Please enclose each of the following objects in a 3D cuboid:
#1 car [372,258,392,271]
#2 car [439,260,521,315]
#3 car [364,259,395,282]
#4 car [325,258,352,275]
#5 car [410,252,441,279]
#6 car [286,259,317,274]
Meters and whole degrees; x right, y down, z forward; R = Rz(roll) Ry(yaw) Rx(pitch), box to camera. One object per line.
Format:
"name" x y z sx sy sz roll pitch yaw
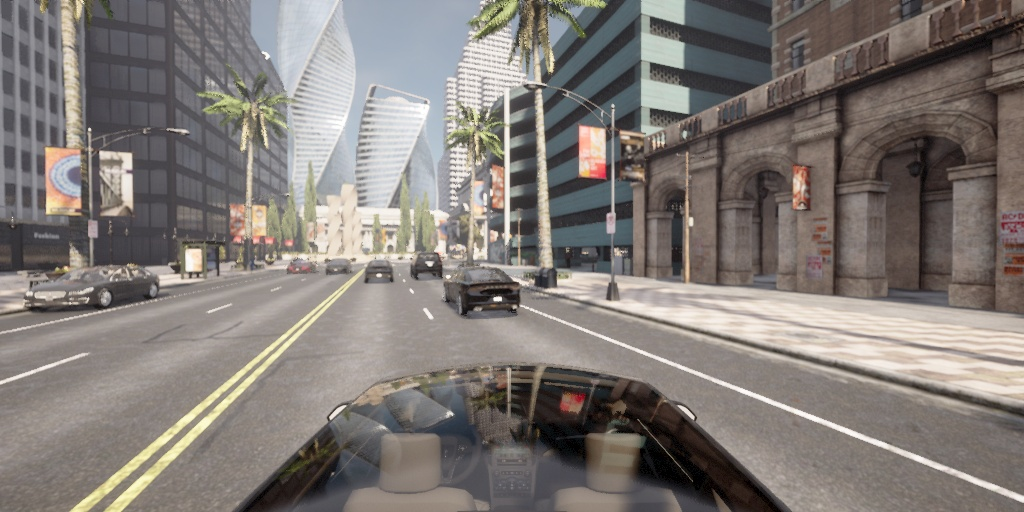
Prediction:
"car" -14.986 0.958 41.553 1.895 1.301 4.718 0 1 -17
"car" -1.267 1.107 13.110 1.882 1.535 5.008 0 1 -20
"car" -9.546 1.016 25.843 1.837 1.490 4.892 0 0 -20
"car" -16.306 0.922 33.852 1.882 1.535 5.008 0 1 -19
"car" -6.982 0.695 29.060 2.150 2.045 5.566 0 1 -20
"car" -20.304 1.009 34.746 1.994 1.385 4.181 0 1 -19
